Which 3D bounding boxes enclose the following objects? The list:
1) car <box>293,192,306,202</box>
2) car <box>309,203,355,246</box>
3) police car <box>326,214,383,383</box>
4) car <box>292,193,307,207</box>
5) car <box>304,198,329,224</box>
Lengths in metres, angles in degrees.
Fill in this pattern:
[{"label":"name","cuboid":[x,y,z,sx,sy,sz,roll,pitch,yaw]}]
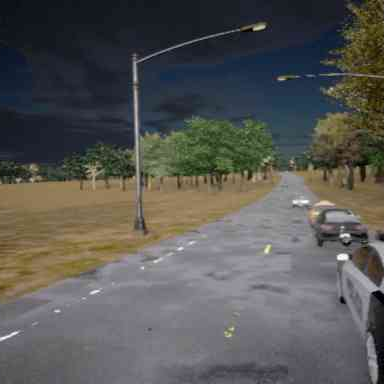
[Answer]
[{"label":"car","cuboid":[17.231,0.819,53.624,1.895,1.301,4.718,-2,1,17]},{"label":"car","cuboid":[6.275,1.434,14.418,1.812,1.442,4.674,-2,0,17]},{"label":"police car","cuboid":[3.363,1.376,4.967,1.930,1.638,5.238,-2,0,17]},{"label":"car","cuboid":[13.506,1.189,41.411,1.895,1.301,4.718,-2,1,18]},{"label":"car","cuboid":[8.093,1.318,20.333,1.801,1.575,5.366,-2,0,17]}]
